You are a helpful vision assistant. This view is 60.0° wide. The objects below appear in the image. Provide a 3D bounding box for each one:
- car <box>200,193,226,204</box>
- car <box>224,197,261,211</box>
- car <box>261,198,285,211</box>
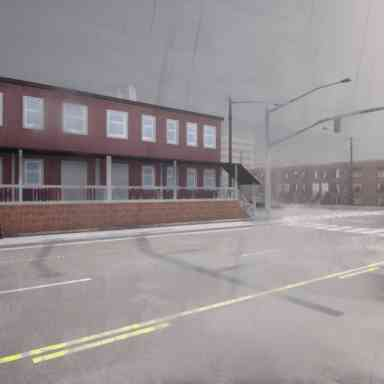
[{"bbox_3d":[4.017,1.136,64.867,2.150,2.045,5.566,0,0,-36],"label":"car"},{"bbox_3d":[5.322,1.558,38.919,1.895,1.301,4.718,0,0,-36],"label":"car"},{"bbox_3d":[8.856,1.456,40.014,2.128,1.511,4.902,0,0,-36],"label":"car"}]
